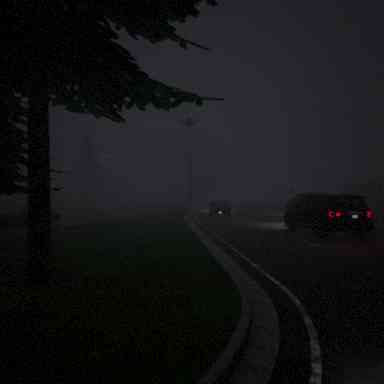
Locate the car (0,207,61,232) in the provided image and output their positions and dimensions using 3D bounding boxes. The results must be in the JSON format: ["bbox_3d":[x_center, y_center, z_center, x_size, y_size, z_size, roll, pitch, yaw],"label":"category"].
[{"bbox_3d":[-10.565,1.597,20.587,1.895,1.301,4.718,0,0,23],"label":"car"}]

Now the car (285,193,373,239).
[{"bbox_3d":[6.641,1.123,16.822,2.150,2.045,5.566,0,0,-6],"label":"car"}]

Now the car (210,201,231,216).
[{"bbox_3d":[2.616,1.478,31.270,1.895,1.301,4.718,0,0,4],"label":"car"}]

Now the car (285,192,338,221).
[{"bbox_3d":[9.457,1.070,26.935,2.150,2.045,5.566,-1,0,-1],"label":"car"}]
